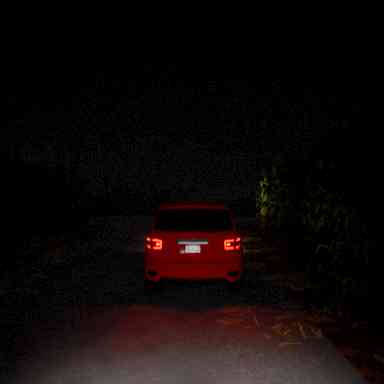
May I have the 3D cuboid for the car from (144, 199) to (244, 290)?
[{"bbox_3d":[0.090,1.202,9.161,2.150,2.045,5.566,0,0,2],"label":"car"}]
